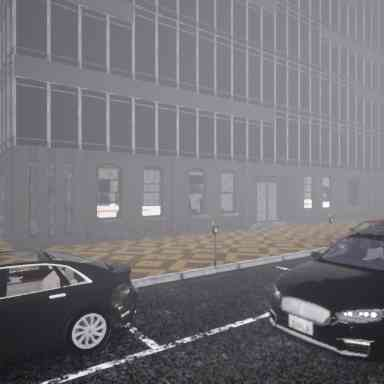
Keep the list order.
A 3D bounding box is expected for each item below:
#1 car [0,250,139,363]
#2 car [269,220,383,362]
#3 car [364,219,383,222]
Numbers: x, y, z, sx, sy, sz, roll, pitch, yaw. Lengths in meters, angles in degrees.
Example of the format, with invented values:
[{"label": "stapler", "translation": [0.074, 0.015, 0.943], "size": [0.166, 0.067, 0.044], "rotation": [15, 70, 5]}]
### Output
[{"label": "car", "translation": [-2.891, 1.551, 4.497], "size": [4.403, 1.369, 2.008], "rotation": [0, 0, -36]}, {"label": "car", "translation": [3.430, 1.491, 5.834], "size": [4.902, 1.511, 2.128], "rotation": [0, 0, -36]}, {"label": "car", "translation": [6.367, 1.582, 11.121], "size": [4.206, 1.307, 1.802], "rotation": [0, 0, -36]}]
